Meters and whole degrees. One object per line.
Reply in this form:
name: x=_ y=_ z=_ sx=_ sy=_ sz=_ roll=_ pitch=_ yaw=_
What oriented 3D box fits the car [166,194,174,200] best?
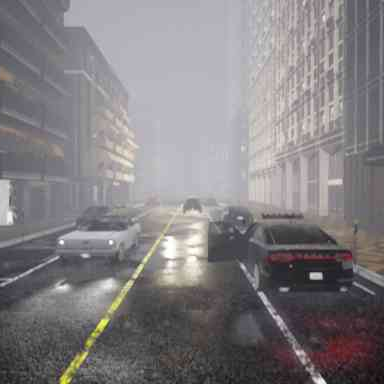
car: x=-5.703 y=1.216 z=82.736 sx=2.008 sy=1.369 sz=4.403 roll=0 pitch=0 yaw=0

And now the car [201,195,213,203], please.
car: x=2.681 y=1.298 z=60.143 sx=2.008 sy=1.369 sz=4.403 roll=0 pitch=0 yaw=0

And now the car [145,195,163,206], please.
car: x=-5.698 y=1.231 z=48.844 sx=1.967 sy=1.590 sz=4.097 roll=0 pitch=0 yaw=0

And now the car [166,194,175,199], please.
car: x=-5.703 y=1.196 z=88.384 sx=2.008 sy=1.369 sz=4.403 roll=0 pitch=0 yaw=0

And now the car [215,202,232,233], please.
car: x=2.687 y=1.472 z=20.603 sx=1.947 sy=1.339 sz=4.313 roll=0 pitch=0 yaw=0

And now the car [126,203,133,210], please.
car: x=-5.695 y=1.408 z=26.081 sx=1.752 sy=1.417 sz=4.829 roll=0 pitch=0 yaw=0

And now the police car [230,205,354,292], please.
police car: x=2.366 y=1.383 z=8.926 sx=1.930 sy=1.638 sz=5.238 roll=0 pitch=0 yaw=0

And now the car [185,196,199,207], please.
car: x=0.022 y=1.325 z=46.794 sx=1.812 sy=1.442 sz=4.674 roll=0 pitch=0 yaw=1

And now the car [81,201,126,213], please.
car: x=-5.694 y=1.472 z=20.602 sx=1.947 sy=1.339 sz=4.313 roll=0 pitch=0 yaw=0

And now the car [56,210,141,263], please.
car: x=-3.102 y=1.545 z=11.910 sx=1.895 sy=1.301 sz=4.718 roll=0 pitch=0 yaw=0

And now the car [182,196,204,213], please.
car: x=0.061 y=1.353 z=34.468 sx=1.837 sy=1.490 sz=4.892 roll=0 pitch=0 yaw=0

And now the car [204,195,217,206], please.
car: x=2.683 y=1.335 z=48.845 sx=1.887 sy=1.381 sz=4.507 roll=0 pitch=0 yaw=0
